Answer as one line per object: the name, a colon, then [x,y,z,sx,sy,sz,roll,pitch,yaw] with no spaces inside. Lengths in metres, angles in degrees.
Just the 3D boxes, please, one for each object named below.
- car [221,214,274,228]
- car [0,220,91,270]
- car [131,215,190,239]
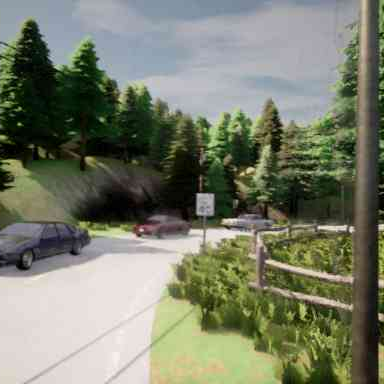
car: [4.812,2.601,28.725,4.718,1.301,1.895,3,-2,-37]
car: [-5.674,1.766,12.170,2.033,1.411,5.357,1,-2,11]
car: [-1.908,2.159,21.402,1.994,1.385,4.181,1,-2,34]
